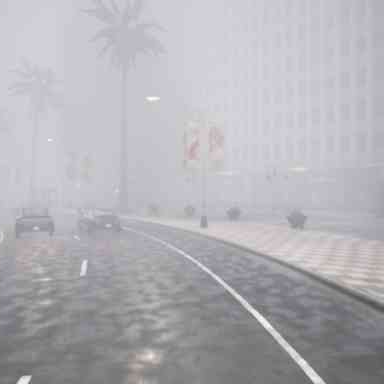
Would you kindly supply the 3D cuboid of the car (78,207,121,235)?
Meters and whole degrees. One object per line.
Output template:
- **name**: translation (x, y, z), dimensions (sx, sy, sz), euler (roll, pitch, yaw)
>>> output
- **car**: translation (-5.507, 1.628, 19.718), dimensions (1.812, 1.442, 4.674), euler (0, 0, -27)

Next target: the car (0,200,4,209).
- **car**: translation (-30.145, 1.785, 50.435), dimensions (4.892, 1.521, 2.231), euler (0, 0, 43)

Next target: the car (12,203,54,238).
- **car**: translation (-8.932, 1.598, 18.715), dimensions (2.128, 1.511, 4.902), euler (0, 0, -28)

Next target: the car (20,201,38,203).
- **car**: translation (-16.439, 1.684, 33.274), dimensions (2.128, 1.511, 4.902), euler (0, 0, -45)
